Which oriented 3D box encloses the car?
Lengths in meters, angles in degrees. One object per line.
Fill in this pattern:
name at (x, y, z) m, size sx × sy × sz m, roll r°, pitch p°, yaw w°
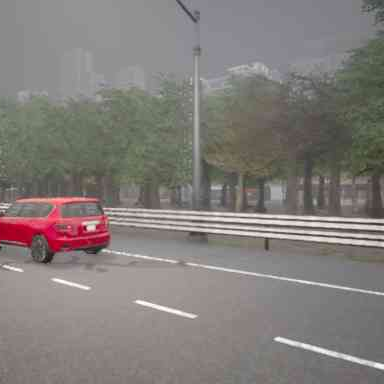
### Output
car at (-5.338, 1.220, 11.980) m, size 5.566 × 2.045 × 2.150 m, roll 0°, pitch 0°, yaw 36°
